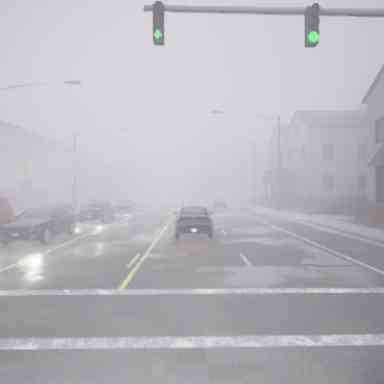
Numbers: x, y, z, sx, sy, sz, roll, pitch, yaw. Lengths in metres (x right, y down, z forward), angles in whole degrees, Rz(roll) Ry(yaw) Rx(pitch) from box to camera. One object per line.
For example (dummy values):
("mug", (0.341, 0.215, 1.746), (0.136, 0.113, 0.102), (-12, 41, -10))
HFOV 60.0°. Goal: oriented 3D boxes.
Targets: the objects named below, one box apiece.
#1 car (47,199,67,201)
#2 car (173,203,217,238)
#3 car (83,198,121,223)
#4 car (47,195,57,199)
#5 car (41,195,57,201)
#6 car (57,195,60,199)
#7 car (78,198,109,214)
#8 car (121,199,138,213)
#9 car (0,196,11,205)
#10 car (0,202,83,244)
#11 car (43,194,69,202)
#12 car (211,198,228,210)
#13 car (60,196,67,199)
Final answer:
("car", (-10.598, 1.498, 25.876), (2.033, 1.411, 5.357), (0, 0, 0))
("car", (0.093, 1.471, 17.490), (1.837, 1.490, 4.892), (0, 0, 0))
("car", (-7.100, 1.457, 25.301), (1.837, 1.490, 4.892), (0, 0, 0))
("car", (-28.194, 1.341, 60.938), (2.038, 1.542, 4.974), (0, 0, 44))
("car", (-28.238, 1.175, 65.587), (1.853, 1.218, 4.536), (0, 0, -36))
("car", (-28.207, 1.333, 65.546), (2.038, 1.542, 4.974), (0, 0, -36))
("car", (-10.548, 1.438, 36.067), (1.837, 1.490, 4.892), (0, 0, 0))
("car", (-7.053, 1.481, 35.711), (2.033, 1.411, 5.357), (0, 0, 1))
("car", (-10.606, 1.191, 15.629), (2.150, 2.045, 5.566), (0, 0, 0))
("car", (-7.105, 1.446, 15.845), (1.882, 1.535, 5.008), (0, 0, 0))
("car", (-28.998, 1.323, 70.912), (2.038, 1.542, 4.974), (0, 0, 29))
("car", (3.509, 1.469, 42.524), (2.033, 1.411, 5.357), (0, 0, 1))
("car", (-29.023, 1.166, 70.866), (1.853, 1.218, 4.536), (0, 0, 29))
